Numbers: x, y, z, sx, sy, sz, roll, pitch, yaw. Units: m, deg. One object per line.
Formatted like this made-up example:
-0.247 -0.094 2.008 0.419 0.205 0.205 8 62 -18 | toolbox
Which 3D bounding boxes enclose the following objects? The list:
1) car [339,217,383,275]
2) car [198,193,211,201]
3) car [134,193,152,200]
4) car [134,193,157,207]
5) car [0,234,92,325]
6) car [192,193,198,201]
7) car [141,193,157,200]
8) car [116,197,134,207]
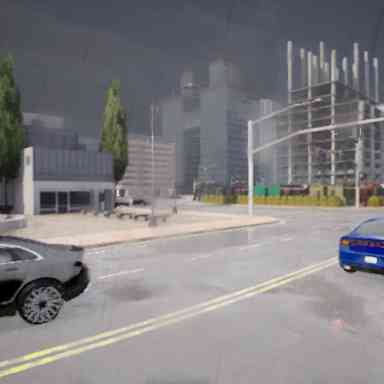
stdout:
5.981 1.432 9.557 5.008 1.535 1.882 0 0 -44 | car
3.879 1.305 72.907 3.806 1.475 1.970 0 0 -43 | car
-13.563 1.160 91.392 4.605 1.855 1.932 0 0 -43 | car
-7.579 1.355 52.771 2.097 1.767 4.553 0 0 -42 | car
-4.192 1.515 5.509 4.902 1.511 2.128 0 0 -37 | car
1.896 1.077 75.018 3.866 1.878 1.905 0 0 -43 | car
-11.614 1.152 89.251 3.866 1.878 1.905 0 0 -43 | car
-11.477 1.534 51.878 1.837 1.490 4.892 0 0 -42 | car
